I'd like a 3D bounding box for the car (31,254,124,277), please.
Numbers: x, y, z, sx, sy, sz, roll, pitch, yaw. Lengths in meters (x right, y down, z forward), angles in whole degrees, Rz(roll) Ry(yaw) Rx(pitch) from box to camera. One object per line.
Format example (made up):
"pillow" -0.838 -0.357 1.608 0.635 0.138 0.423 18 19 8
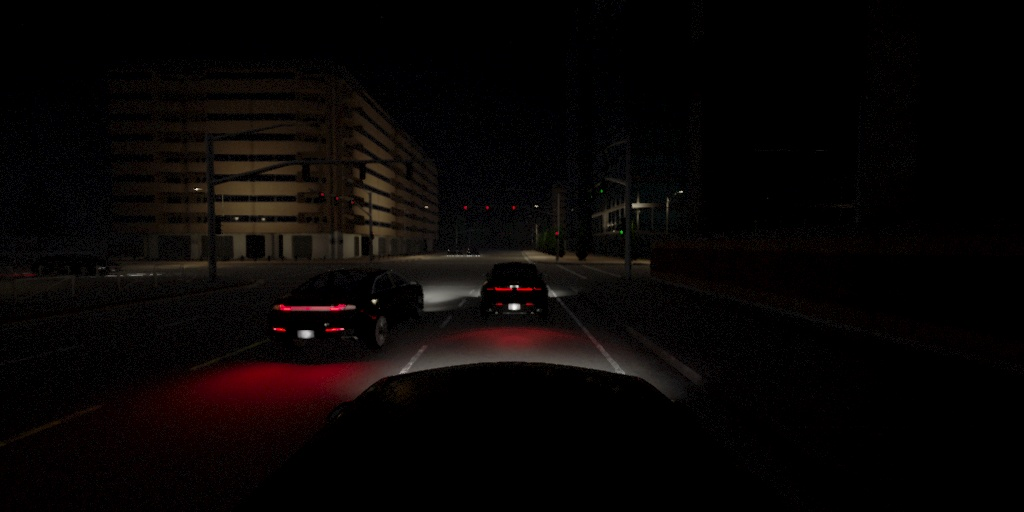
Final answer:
"car" -29.544 0.645 24.424 4.892 1.490 1.837 1 2 0

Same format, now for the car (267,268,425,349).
"car" -3.442 1.024 8.434 2.128 1.511 4.902 0 2 0

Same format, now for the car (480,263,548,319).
"car" 0.077 0.944 11.320 1.837 1.490 4.892 0 2 0
